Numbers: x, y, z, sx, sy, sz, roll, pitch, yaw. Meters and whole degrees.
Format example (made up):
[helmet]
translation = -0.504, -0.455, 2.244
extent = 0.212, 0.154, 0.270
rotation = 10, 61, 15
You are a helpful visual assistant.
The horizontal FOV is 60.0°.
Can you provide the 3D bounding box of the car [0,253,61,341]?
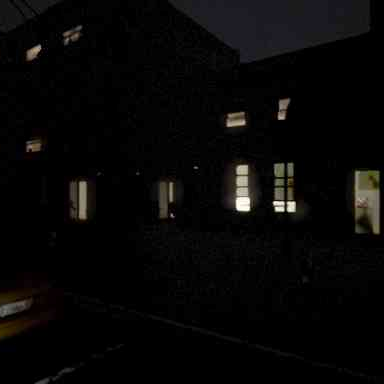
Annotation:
[car]
translation = -4.320, 1.590, 5.950
extent = 4.829, 1.417, 1.752
rotation = -1, 0, 35
